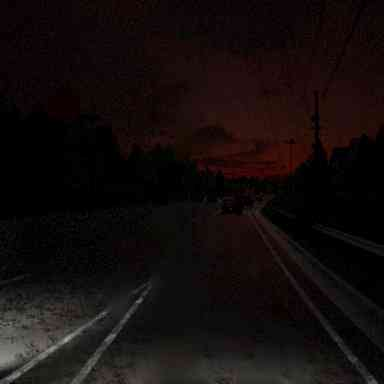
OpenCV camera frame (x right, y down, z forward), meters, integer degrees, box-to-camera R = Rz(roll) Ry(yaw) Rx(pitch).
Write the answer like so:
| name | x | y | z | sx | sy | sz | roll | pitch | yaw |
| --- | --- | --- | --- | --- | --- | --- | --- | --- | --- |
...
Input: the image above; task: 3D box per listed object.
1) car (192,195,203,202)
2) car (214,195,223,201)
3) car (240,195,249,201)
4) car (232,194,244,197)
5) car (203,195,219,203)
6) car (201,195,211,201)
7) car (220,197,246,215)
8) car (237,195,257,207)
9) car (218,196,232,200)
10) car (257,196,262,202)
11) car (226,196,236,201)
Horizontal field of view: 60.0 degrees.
| name | x | y | z | sx | sy | sz | roll | pitch | yaw |
| --- | --- | --- | --- | --- | --- | --- | --- | --- | --- |
| car | 1.464 | 1.641 | 82.362 | 2.097 | 1.767 | 4.553 | 0 | 0 | 14 |
| car | 7.328 | 1.691 | 91.224 | 1.812 | 1.442 | 4.674 | 0 | 0 | 14 |
| car | 14.112 | 1.673 | 89.499 | 1.837 | 1.490 | 4.892 | 0 | 0 | 14 |
| car | 11.553 | 1.517 | 79.430 | 2.150 | 2.045 | 5.566 | 0 | 0 | 14 |
| car | 4.761 | 1.811 | 81.124 | 2.128 | 1.511 | 4.902 | 0 | 0 | 14 |
| car | 3.936 | 1.664 | 92.086 | 1.837 | 1.490 | 4.892 | 0 | 0 | 14 |
| car | 4.502 | 1.614 | 36.313 | 1.882 | 1.535 | 5.008 | 0 | 0 | 12 |
| car | 9.326 | 1.706 | 56.041 | 2.128 | 1.511 | 4.902 | 0 | 0 | 14 |
| car | 8.255 | 1.816 | 80.666 | 1.812 | 1.442 | 4.674 | 0 | 0 | 14 |
| car | 17.606 | 1.885 | 89.037 | 2.033 | 1.411 | 5.357 | 0 | 0 | 14 |
| car | 10.720 | 1.710 | 90.361 | 2.033 | 1.411 | 5.357 | 0 | 0 | 14 |
